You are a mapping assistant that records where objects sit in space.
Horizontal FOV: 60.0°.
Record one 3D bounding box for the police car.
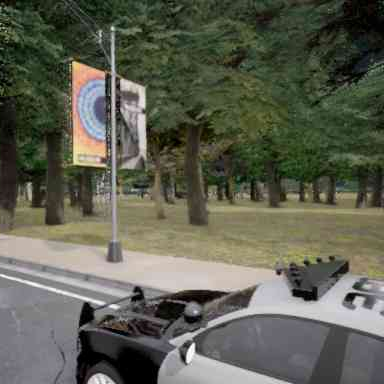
[{"bbox_3d":[0.967,1.434,2.871,5.238,1.638,1.930,-1,0,36],"label":"police car"}]
